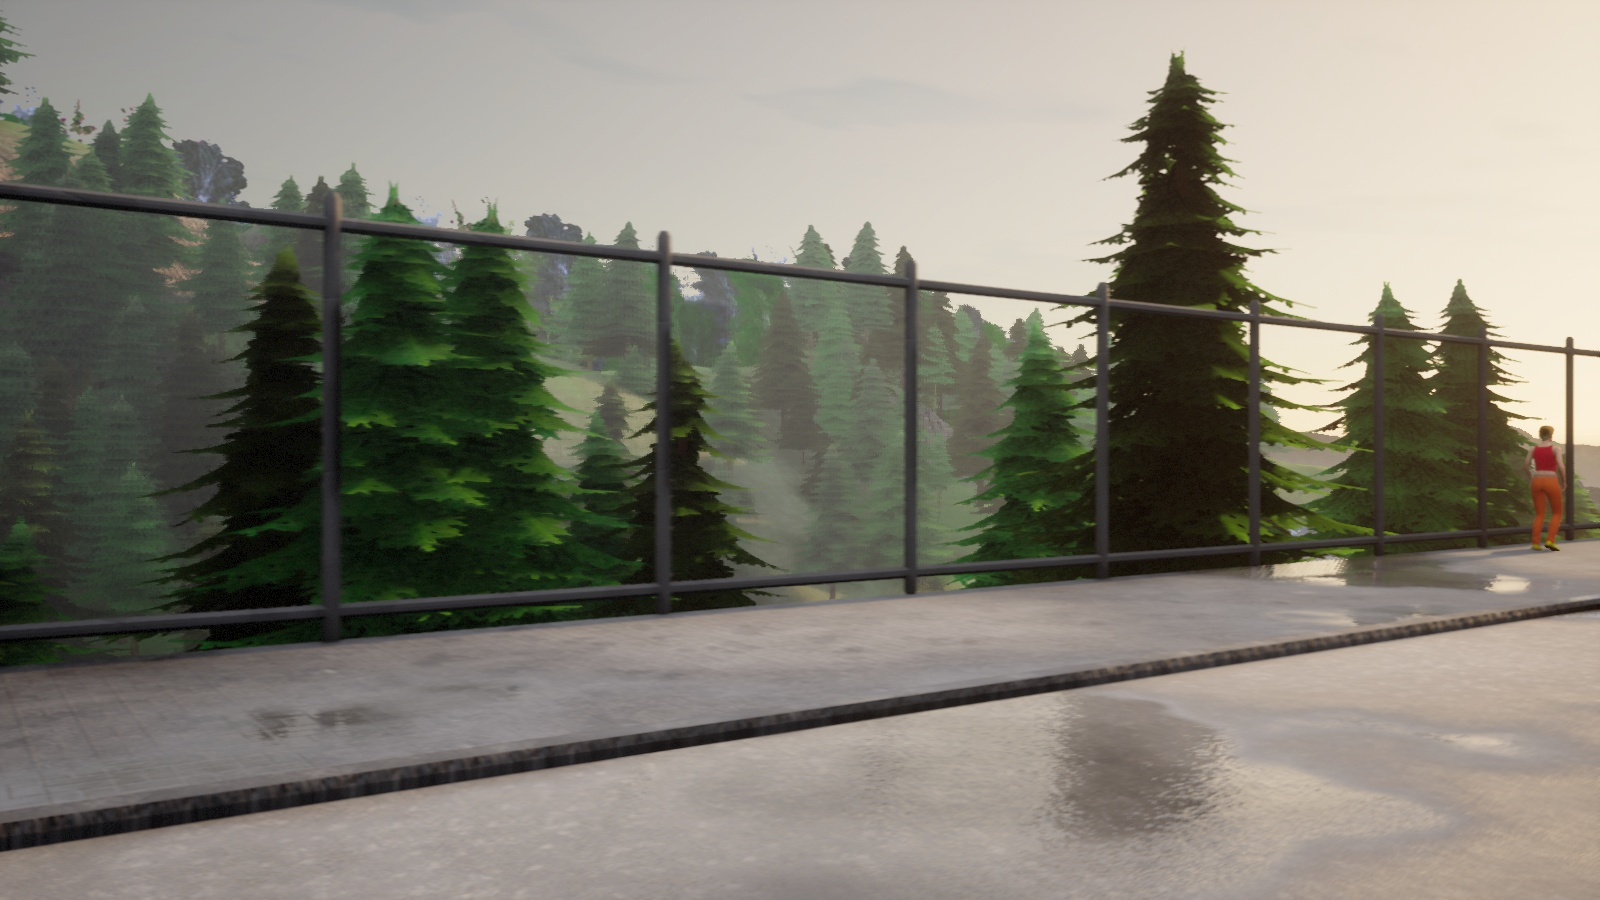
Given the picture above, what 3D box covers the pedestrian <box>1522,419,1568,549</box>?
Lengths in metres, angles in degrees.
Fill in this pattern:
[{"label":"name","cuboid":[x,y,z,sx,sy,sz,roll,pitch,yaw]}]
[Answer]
[{"label":"pedestrian","cuboid":[10.704,0.476,18.041,0.594,1.836,0.345,0,0,-35]}]
